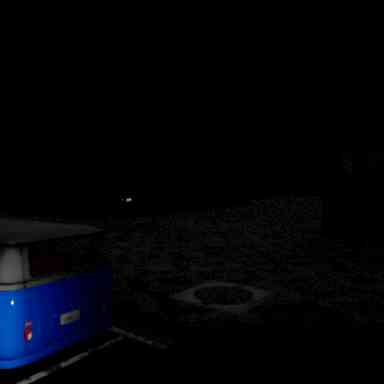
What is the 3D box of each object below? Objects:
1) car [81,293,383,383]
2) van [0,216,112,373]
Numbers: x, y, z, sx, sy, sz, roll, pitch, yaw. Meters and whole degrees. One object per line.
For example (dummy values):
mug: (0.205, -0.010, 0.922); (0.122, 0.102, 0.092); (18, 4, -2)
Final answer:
car: (1.570, 1.546, 1.952); (4.507, 1.381, 1.887); (0, 1, 36)
van: (-3.028, 1.316, 5.231); (3.998, 1.788, 1.690); (0, 1, 36)
